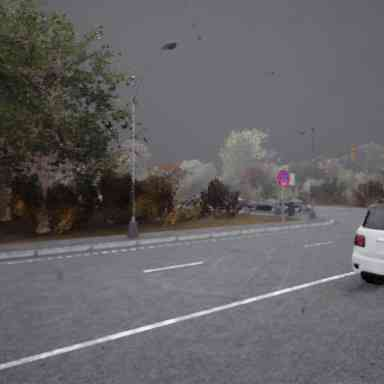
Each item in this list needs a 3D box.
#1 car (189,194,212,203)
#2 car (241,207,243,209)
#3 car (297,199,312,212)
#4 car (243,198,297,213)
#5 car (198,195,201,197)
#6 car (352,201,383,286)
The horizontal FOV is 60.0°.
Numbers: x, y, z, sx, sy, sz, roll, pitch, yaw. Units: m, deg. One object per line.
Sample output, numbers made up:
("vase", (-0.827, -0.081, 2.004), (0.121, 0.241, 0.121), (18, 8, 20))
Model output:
("car", (1.666, 1.235, 66.099), (2.128, 1.511, 4.902), (0, 1, -33))
("car", (6.221, 1.420, 45.485), (1.882, 1.535, 5.008), (0, 0, -32))
("car", (11.288, 1.441, 37.455), (2.128, 1.511, 4.902), (0, 0, -32))
("car", (8.257, 1.447, 35.673), (2.128, 1.511, 4.902), (0, 0, -33))
("car", (3.017, 1.168, 44.006), (2.150, 2.045, 5.566), (0, 0, -32))
("car", (6.184, 1.208, 8.159), (5.566, 2.045, 2.150), (0, 0, -36))
